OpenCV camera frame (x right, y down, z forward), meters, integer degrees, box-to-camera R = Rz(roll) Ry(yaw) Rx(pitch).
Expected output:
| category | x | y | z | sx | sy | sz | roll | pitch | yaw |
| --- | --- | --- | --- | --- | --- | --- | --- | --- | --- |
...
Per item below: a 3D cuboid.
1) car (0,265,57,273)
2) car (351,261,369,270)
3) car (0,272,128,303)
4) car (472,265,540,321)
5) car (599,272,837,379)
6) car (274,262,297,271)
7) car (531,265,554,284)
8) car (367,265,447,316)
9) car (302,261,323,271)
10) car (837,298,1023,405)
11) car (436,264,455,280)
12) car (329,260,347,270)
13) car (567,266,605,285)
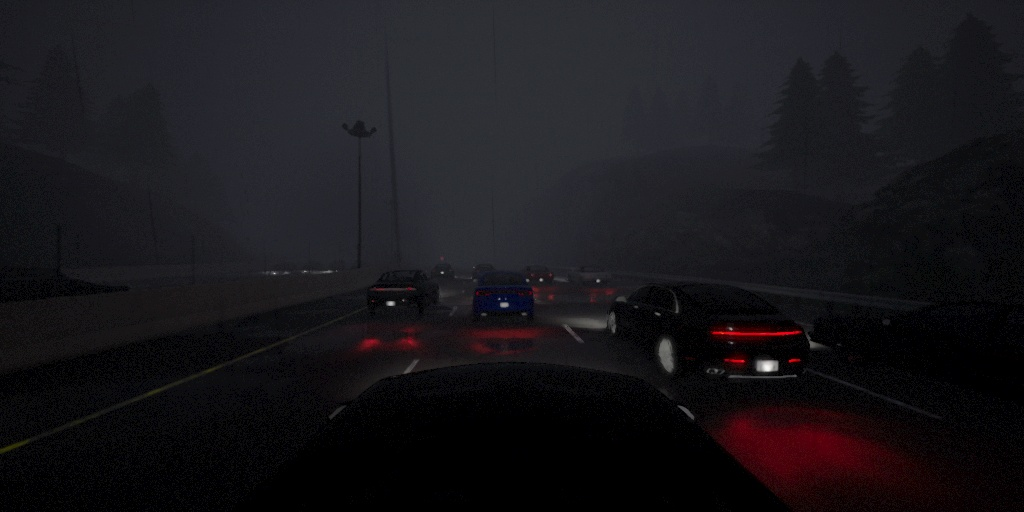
| category | x | y | z | sx | sy | sz | roll | pitch | yaw |
| --- | --- | --- | --- | --- | --- | --- | --- | --- | --- |
| car | -18.067 | 1.152 | 12.235 | 2.097 | 1.767 | 4.553 | 0 | 0 | -4 |
| car | -21.310 | 1.364 | 50.332 | 1.812 | 1.442 | 4.674 | 0 | 0 | -16 |
| car | -14.396 | 1.338 | 10.392 | 2.033 | 1.411 | 5.357 | 0 | 0 | -3 |
| car | -0.359 | 1.237 | 12.651 | 1.882 | 1.535 | 5.008 | 0 | 0 | -3 |
| car | 3.407 | 1.251 | 7.297 | 1.837 | 1.490 | 4.892 | 0 | 0 | -2 |
| car | -32.706 | 1.466 | 51.816 | 1.895 | 1.301 | 4.718 | 0 | 0 | -17 |
| car | 1.729 | 1.367 | 27.056 | 1.895 | 1.301 | 4.718 | 0 | 0 | -8 |
| car | -3.922 | 1.260 | 13.536 | 2.128 | 1.511 | 4.902 | 0 | 0 | -4 |
| car | -29.471 | 1.406 | 53.189 | 2.033 | 1.411 | 5.357 | 0 | 0 | -17 |
| car | 7.005 | 1.284 | 4.813 | 2.033 | 1.411 | 5.357 | 0 | 0 | -1 |
| car | -6.053 | 1.352 | 31.465 | 1.994 | 1.385 | 4.181 | 0 | 0 | -9 |
| car | -25.974 | 1.343 | 53.602 | 2.128 | 1.511 | 4.902 | 0 | 0 | -17 |
| car | 5.416 | 1.358 | 25.887 | 1.895 | 1.301 | 4.718 | 0 | 0 | -7 |
